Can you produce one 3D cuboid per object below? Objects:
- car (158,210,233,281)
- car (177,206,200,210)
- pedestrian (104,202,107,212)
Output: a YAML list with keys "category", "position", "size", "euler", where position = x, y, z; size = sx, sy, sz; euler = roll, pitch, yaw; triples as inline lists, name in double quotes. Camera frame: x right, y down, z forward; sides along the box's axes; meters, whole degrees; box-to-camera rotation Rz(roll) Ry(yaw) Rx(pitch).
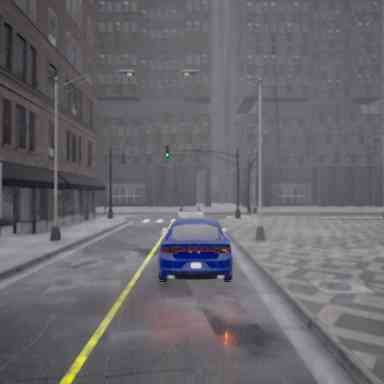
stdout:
- category: "car"
  position: [0.086, 1.534, 10.084]
  size: [1.882, 1.535, 5.008]
  euler: [0, 0, 0]
- category: "car"
  position: [-0.233, 1.746, 26.344]
  size: [1.895, 1.301, 4.718]
  euler: [0, 0, -5]
- category: "pedestrian"
  position: [-9.949, 1.745, 38.358]
  size: [0.500, 1.100, 0.500]
  euler: [0, 0, 0]
